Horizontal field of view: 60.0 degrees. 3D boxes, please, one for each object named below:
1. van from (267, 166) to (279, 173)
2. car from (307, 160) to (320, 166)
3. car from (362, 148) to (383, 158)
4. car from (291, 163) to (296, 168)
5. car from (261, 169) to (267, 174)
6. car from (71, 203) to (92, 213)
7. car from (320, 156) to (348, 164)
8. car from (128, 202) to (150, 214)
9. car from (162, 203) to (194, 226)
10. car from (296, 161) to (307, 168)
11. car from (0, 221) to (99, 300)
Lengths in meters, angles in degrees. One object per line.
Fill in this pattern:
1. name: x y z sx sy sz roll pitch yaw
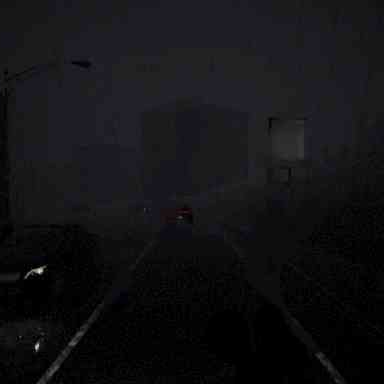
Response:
1. van: 20.773 -5.328 82.699 1.878 1.987 4.442 0 1 -1
2. car: 21.374 -4.585 55.103 2.002 1.452 4.674 0 1 -1
3. car: 21.732 -4.314 38.674 2.231 1.521 4.892 0 1 -1
4. car: 21.131 -4.957 66.292 2.185 1.767 4.553 0 1 -1
5. car: 20.651 -5.145 88.344 2.002 1.452 4.674 0 1 -1
6. car: -16.658 2.380 49.943 1.837 1.490 4.892 -1 -2 -39
7. car: 21.494 -4.648 49.608 2.185 1.767 4.553 0 1 -1
8. car: -6.450 1.898 40.578 1.812 1.442 4.674 -1 -1 -25
9. car: -1.101 1.551 24.098 2.128 1.511 4.902 0 -1 -10
10. car: 21.251 -4.857 60.774 2.185 1.767 4.553 0 1 -1
11. car: -3.674 1.501 8.406 1.812 1.442 4.674 0 0 -1
